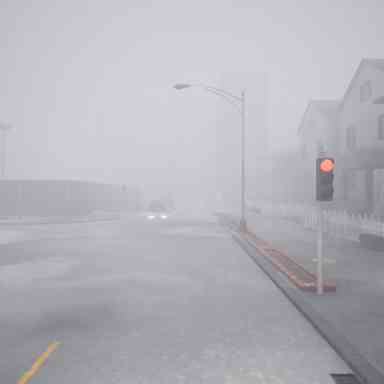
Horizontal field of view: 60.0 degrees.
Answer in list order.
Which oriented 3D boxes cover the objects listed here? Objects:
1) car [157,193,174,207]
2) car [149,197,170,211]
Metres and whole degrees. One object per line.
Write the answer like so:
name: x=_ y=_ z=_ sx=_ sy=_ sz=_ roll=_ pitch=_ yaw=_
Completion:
car: x=-4.057 y=1.221 z=51.590 sx=2.150 sy=2.045 sz=5.566 roll=0 pitch=0 yaw=1
car: x=-4.083 y=1.601 z=40.949 sx=1.895 sy=1.301 sz=4.718 roll=0 pitch=0 yaw=0
